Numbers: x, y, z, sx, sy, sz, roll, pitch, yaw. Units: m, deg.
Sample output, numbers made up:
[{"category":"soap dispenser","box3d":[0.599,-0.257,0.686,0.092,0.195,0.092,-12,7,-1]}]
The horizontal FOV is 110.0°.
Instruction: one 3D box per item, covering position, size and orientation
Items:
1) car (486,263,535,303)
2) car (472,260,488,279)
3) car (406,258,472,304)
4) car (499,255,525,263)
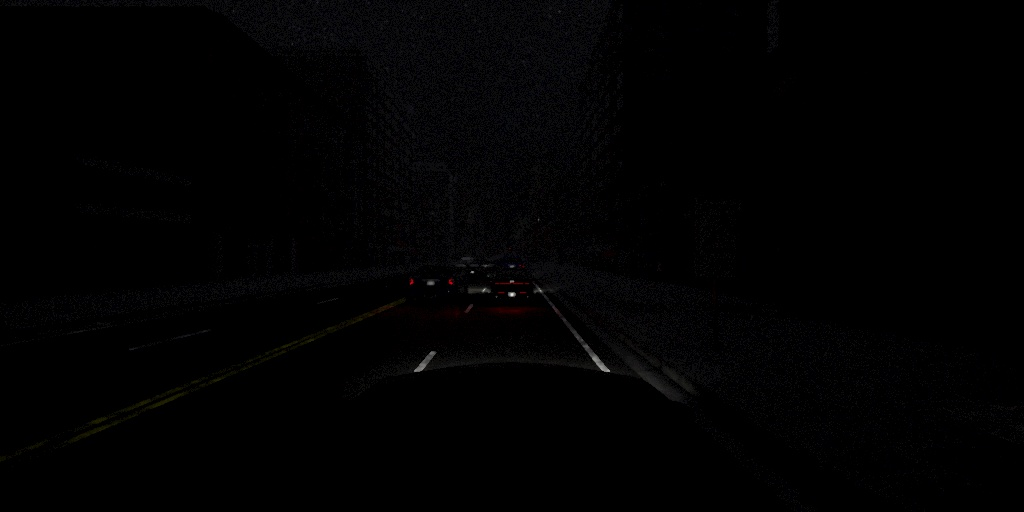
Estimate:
[{"category":"car","box3d":[0.000,1.256,16.500,1.837,1.490,4.892,0,0,0]},{"category":"car","box3d":[-3.249,1.288,31.500,1.994,1.385,4.181,0,0,0]},{"category":"car","box3d":[-3.249,1.106,16.470,2.097,1.767,4.553,0,0,0]},{"category":"car","box3d":[0.000,0.973,31.529,2.150,2.045,5.566,0,0,0]}]
